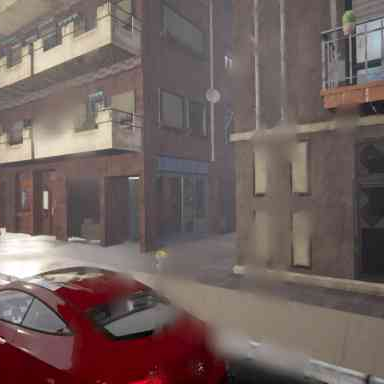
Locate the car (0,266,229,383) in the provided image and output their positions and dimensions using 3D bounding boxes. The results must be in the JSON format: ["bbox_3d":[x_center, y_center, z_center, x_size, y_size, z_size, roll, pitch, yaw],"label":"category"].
[{"bbox_3d":[-1.581,1.583,3.979,4.206,1.307,1.802,0,-1,36],"label":"car"}]
